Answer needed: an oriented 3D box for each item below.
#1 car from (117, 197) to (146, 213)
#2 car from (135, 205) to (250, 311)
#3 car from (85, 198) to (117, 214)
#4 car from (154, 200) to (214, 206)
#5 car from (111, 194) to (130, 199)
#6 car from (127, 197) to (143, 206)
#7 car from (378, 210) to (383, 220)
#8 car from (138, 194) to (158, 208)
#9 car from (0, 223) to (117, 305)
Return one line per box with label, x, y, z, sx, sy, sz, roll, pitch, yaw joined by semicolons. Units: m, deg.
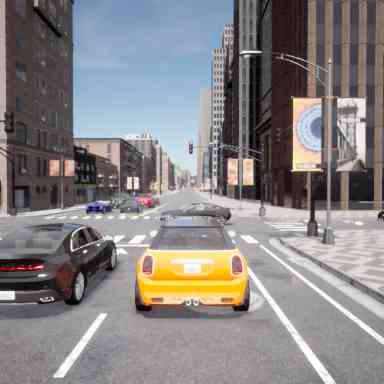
car;-6.591;1.580;36.743;1.994;1.385;4.181;0;0;0
car;0.013;1.351;7.909;2.097;1.767;4.553;0;0;0
car;-9.840;1.616;35.585;1.895;1.301;4.718;0;0;0
car;0.225;1.484;22.116;4.902;1.511;2.128;0;0;-16
car;-9.831;1.244;46.218;2.150;2.045;5.566;0;0;1
car;-9.808;1.592;57.122;1.994;1.385;4.181;0;0;1
car;15.608;1.463;23.581;4.181;1.385;1.994;0;1;0
car;-6.583;1.246;46.885;2.150;2.045;5.566;0;0;1
car;-3.151;1.504;8.055;1.837;1.490;4.892;0;0;0
